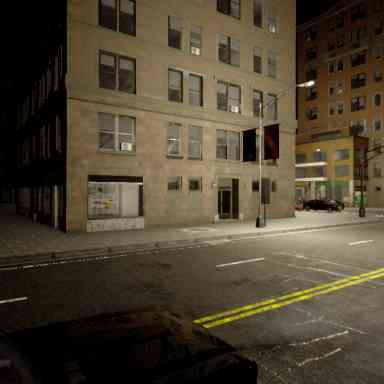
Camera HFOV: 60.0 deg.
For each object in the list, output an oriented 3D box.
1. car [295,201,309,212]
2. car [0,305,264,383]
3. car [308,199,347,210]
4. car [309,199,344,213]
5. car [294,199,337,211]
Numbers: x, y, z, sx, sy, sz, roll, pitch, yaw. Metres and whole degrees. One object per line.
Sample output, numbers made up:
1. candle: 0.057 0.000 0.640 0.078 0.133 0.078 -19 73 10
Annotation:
1. car: 10.828 1.420 38.350 1.967 1.590 4.097 0 0 -35
2. car: -1.700 1.601 2.230 4.718 1.301 1.895 0 0 -35
3. car: 17.405 1.576 42.947 1.947 1.339 4.313 0 0 -35
4. car: 14.563 1.516 37.435 1.812 1.442 4.674 0 0 -35
5. car: 15.258 1.601 41.300 1.895 1.301 4.718 0 0 -33
